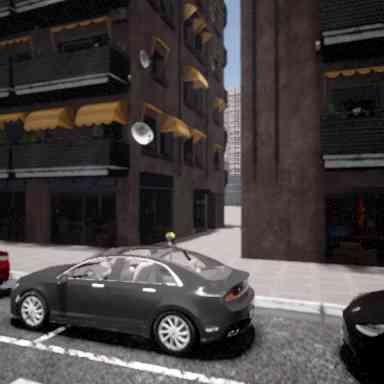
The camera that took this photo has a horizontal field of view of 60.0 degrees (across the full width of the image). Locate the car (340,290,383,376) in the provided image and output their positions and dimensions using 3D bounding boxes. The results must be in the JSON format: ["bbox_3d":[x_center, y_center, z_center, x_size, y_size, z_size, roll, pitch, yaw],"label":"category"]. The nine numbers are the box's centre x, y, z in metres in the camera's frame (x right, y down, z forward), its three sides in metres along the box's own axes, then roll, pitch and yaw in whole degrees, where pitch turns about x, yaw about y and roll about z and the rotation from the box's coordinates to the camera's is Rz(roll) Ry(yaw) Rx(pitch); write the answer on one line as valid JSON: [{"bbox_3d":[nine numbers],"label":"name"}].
[{"bbox_3d":[4.135,1.622,3.920,4.313,1.339,1.947,0,-1,20],"label":"car"}]

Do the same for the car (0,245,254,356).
[{"bbox_3d":[-1.147,1.637,5.869,4.403,1.369,2.008,0,-1,20],"label":"car"}]
